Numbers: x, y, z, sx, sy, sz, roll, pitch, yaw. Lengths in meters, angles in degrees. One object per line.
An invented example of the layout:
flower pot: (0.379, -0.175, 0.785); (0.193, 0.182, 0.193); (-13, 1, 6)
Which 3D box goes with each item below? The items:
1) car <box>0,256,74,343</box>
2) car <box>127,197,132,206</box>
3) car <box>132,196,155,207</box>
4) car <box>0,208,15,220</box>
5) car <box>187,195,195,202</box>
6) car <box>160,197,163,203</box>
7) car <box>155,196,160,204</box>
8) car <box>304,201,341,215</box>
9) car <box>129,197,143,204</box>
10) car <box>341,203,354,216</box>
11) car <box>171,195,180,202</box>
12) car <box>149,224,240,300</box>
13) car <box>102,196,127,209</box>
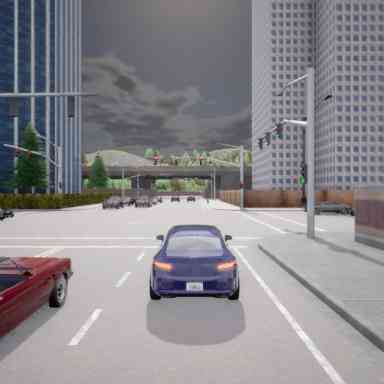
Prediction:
car: (-3.452, 1.601, 4.982); (1.895, 1.301, 4.718); (0, 0, 0)
car: (-10.723, 1.491, 54.307); (2.128, 1.511, 4.902); (0, 0, 0)
car: (-7.217, 1.352, 49.837); (2.097, 1.767, 4.553); (0, 0, 0)
car: (-16.820, 1.547, 25.865); (5.357, 1.411, 2.033); (0, 0, -1)
car: (-0.184, 1.477, 74.528); (1.837, 1.490, 4.892); (0, 0, 0)
car: (-7.169, 1.564, 68.866); (1.994, 1.385, 4.181); (0, 0, 0)
car: (-7.222, 1.601, 58.819); (1.895, 1.301, 4.718); (0, 0, 0)
car: (13.548, 1.564, 33.472); (4.181, 1.385, 1.994); (0, 0, 0)
car: (-10.706, 1.601, 63.530); (1.895, 1.301, 4.718); (0, 0, 0)
car: (16.215, 1.564, 29.966); (4.181, 1.385, 1.994); (0, 0, 0)
car: (-3.684, 1.501, 74.519); (1.812, 1.442, 4.674); (0, 0, 0)
car: (0.058, 1.526, 8.252); (1.812, 1.442, 4.674); (0, 0, 0)
car: (-10.710, 1.352, 45.347); (2.097, 1.767, 4.553); (0, 0, 0)
